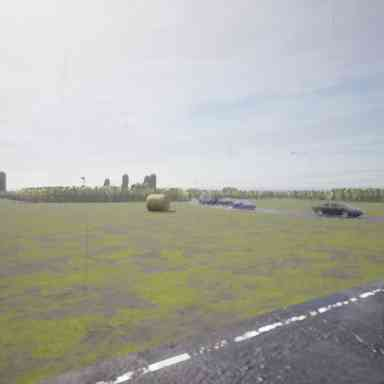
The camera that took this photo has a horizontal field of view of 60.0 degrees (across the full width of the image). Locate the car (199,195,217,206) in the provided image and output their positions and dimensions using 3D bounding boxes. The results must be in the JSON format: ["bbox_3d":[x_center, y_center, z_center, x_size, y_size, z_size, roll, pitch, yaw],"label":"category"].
[{"bbox_3d":[2.730,1.623,64.704,2.150,2.045,5.566,0,0,-10],"label":"car"}]

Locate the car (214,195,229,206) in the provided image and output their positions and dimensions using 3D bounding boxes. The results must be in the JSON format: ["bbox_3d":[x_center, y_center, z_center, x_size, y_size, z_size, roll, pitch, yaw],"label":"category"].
[{"bbox_3d":[6.155,1.852,62.024,1.812,1.442,4.674,0,0,-12],"label":"car"}]

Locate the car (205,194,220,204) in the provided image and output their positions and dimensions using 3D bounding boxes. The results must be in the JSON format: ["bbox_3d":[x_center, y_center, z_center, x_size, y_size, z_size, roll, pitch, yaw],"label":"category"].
[{"bbox_3d":[4.399,1.572,72.201,2.150,2.045,5.566,0,0,-6],"label":"car"}]

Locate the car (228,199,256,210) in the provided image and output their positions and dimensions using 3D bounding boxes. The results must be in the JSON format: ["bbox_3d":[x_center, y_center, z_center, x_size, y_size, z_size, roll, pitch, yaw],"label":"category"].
[{"bbox_3d":[7.425,1.816,47.877,1.812,1.442,4.674,0,0,-20],"label":"car"}]

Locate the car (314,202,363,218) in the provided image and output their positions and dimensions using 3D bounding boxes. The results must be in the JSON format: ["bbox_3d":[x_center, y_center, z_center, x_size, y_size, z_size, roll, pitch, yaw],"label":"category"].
[{"bbox_3d":[14.404,1.741,32.969,1.837,1.490,4.892,0,0,-29],"label":"car"}]
